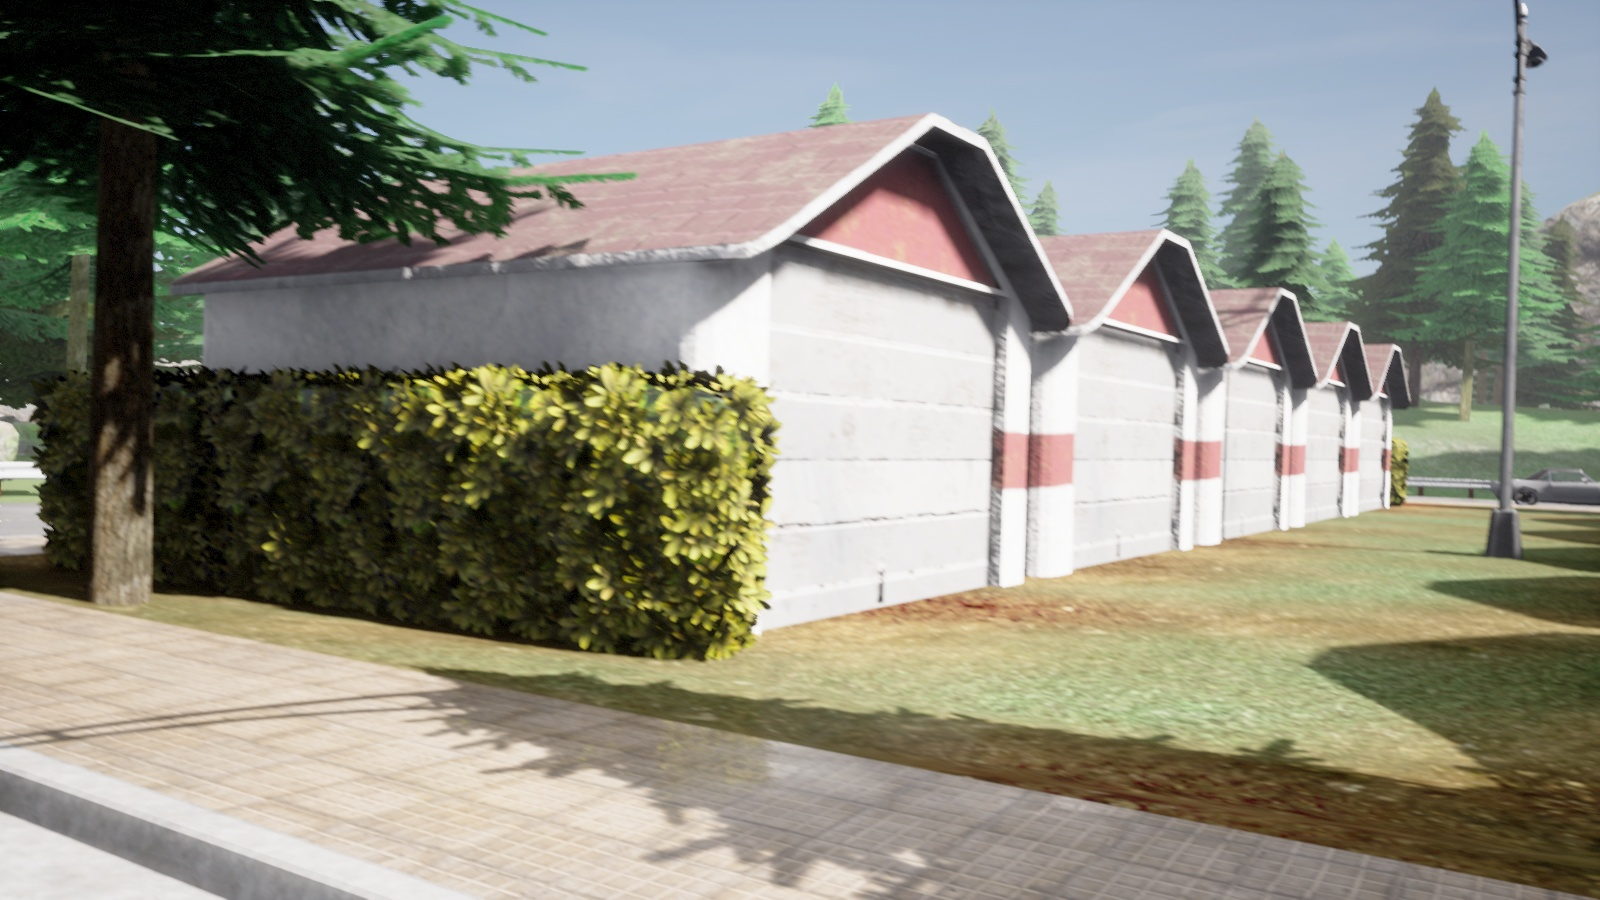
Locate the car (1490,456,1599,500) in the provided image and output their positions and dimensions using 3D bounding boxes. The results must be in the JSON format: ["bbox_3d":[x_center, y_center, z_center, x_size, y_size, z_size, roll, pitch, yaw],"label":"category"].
[{"bbox_3d":[24.822,0.888,40.119,4.718,1.301,1.895,1,1,34],"label":"car"}]
